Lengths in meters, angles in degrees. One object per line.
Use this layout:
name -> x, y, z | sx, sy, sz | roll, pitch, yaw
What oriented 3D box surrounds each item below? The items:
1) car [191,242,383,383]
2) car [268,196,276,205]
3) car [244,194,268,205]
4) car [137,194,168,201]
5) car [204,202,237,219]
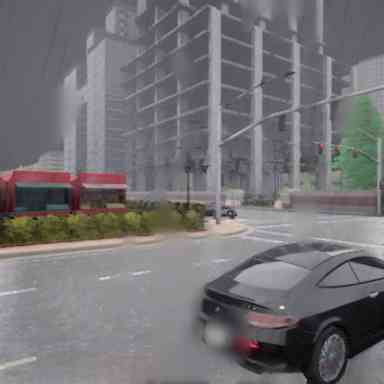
car -> 2.150, 1.548, 5.317 | 4.674, 1.442, 1.812 | 0, 0, -35
car -> 13.020, 1.329, 59.236 | 1.905, 1.878, 3.866 | 0, 0, -36
car -> 10.632, 1.315, 57.520 | 1.905, 1.878, 3.866 | 0, 0, -36
car -> -4.305, 1.252, 37.797 | 2.150, 2.045, 5.566 | 0, 0, -36
car -> 2.000, 1.597, 29.121 | 1.994, 1.385, 4.181 | 0, 0, -36
